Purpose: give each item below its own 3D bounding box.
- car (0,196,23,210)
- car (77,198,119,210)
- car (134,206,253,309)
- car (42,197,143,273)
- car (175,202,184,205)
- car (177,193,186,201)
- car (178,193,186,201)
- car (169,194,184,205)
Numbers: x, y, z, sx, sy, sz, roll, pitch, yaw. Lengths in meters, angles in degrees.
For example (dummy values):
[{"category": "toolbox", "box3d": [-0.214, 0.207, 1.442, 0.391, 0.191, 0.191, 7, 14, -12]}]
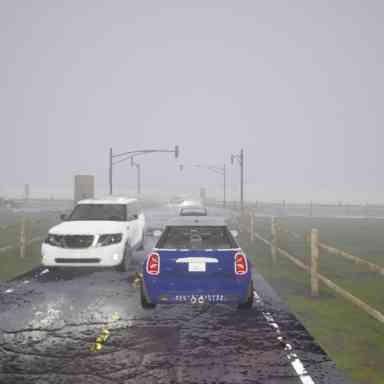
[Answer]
[{"category": "car", "box3d": [-21.078, 1.112, 36.297, 5.008, 1.535, 1.882, 1, 0, 0]}, {"category": "car", "box3d": [-11.437, 1.429, 40.350, 4.718, 1.301, 1.895, 1, 0, -19]}, {"category": "car", "box3d": [0.090, 1.353, 8.030, 2.097, 1.767, 4.553, 0, 0, 0]}, {"category": "car", "box3d": [-2.862, 1.223, 11.056, 2.150, 2.045, 5.566, 0, 0, 0]}, {"category": "car", "box3d": [0.080, 1.507, 17.196, 1.837, 1.490, 4.892, 0, 0, 0]}, {"category": "car", "box3d": [-2.739, 1.253, 85.760, 2.150, 2.045, 5.566, 0, 0, 0]}, {"category": "car", "box3d": [-2.777, 1.573, 71.496, 1.994, 1.385, 4.181, 0, 0, 0]}, {"category": "car", "box3d": [-2.888, 1.541, 59.365, 1.812, 1.442, 4.674, 0, 0, 0]}]
